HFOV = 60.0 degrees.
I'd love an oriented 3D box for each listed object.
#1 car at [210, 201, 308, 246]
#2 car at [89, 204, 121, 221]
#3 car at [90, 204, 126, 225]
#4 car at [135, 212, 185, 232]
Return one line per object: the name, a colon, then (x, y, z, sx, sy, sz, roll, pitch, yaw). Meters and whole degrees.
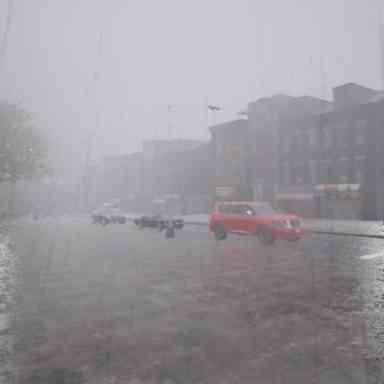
car: (3.189, 1.499, 17.276, 2.150, 2.045, 5.566, -1, -1, -35)
car: (-11.196, 2.575, 42.522, 2.150, 2.045, 5.566, -1, -2, -36)
car: (-8.454, 2.374, 33.611, 2.097, 1.767, 4.553, -1, -2, -35)
car: (-2.522, 2.224, 25.283, 1.895, 1.301, 4.718, -1, -2, -36)
